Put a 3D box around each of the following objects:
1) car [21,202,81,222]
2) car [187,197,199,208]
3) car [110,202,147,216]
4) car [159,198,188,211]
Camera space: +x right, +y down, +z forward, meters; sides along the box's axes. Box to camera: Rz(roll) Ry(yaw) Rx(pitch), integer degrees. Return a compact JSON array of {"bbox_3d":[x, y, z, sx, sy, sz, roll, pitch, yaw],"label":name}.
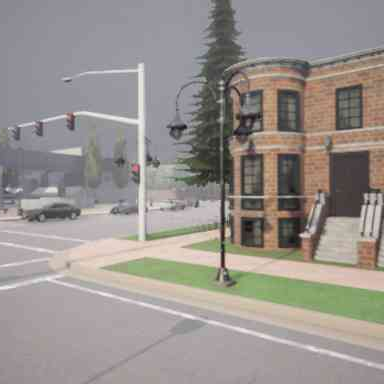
[{"bbox_3d":[-11.617,1.644,27.737,1.837,1.490,4.892,0,0,35],"label":"car"},{"bbox_3d":[-0.107,1.519,52.750,2.097,1.767,4.553,0,0,6],"label":"car"},{"bbox_3d":[-6.655,1.705,35.144,1.994,1.385,4.181,0,0,32],"label":"car"},{"bbox_3d":[-2.521,1.748,43.065,1.895,1.301,4.718,0,0,20],"label":"car"}]
